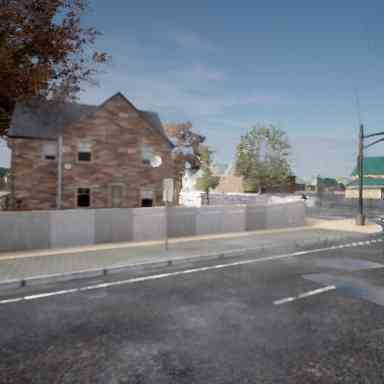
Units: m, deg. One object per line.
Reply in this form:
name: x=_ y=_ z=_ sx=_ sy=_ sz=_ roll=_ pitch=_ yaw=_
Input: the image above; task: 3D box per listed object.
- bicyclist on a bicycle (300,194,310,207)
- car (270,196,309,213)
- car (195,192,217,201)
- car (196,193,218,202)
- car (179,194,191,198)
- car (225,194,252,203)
bicyclist on a bicycle: x=13.104 y=1.039 z=38.948 sx=1.656 sy=1.620 sz=0.582 roll=1 pitch=0 yaw=-20
car: x=9.273 y=1.191 z=32.393 sx=1.837 sy=1.490 sz=4.892 roll=1 pitch=1 yaw=-20
car: x=2.382 y=0.857 z=59.511 sx=2.033 sy=1.411 sz=5.357 roll=1 pitch=0 yaw=-21
car: x=2.412 y=0.975 z=50.957 sx=1.895 sy=1.301 sz=4.718 roll=1 pitch=0 yaw=-20
car: x=-1.847 y=0.710 z=70.669 sx=1.895 sy=1.301 sz=4.718 roll=1 pitch=0 yaw=-20
car: x=5.839 y=1.009 z=41.676 sx=1.882 sy=1.535 sz=5.008 roll=1 pitch=0 yaw=-20
